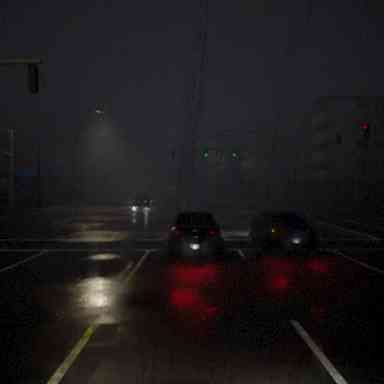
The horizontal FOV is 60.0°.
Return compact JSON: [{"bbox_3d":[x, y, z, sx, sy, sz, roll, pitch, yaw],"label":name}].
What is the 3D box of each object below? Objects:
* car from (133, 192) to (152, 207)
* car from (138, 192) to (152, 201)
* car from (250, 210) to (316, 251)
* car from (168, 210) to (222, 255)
[{"bbox_3d":[-6.496,1.068,43.310,1.837,1.490,4.892,0,1,-1],"label":"car"},{"bbox_3d":[-8.599,0.817,60.475,1.837,1.490,4.892,0,1,-17],"label":"car"},{"bbox_3d":[3.623,1.462,13.755,1.812,1.442,4.674,0,1,1],"label":"car"},{"bbox_3d":[0.117,1.455,13.038,1.837,1.490,4.892,0,1,1],"label":"car"}]
